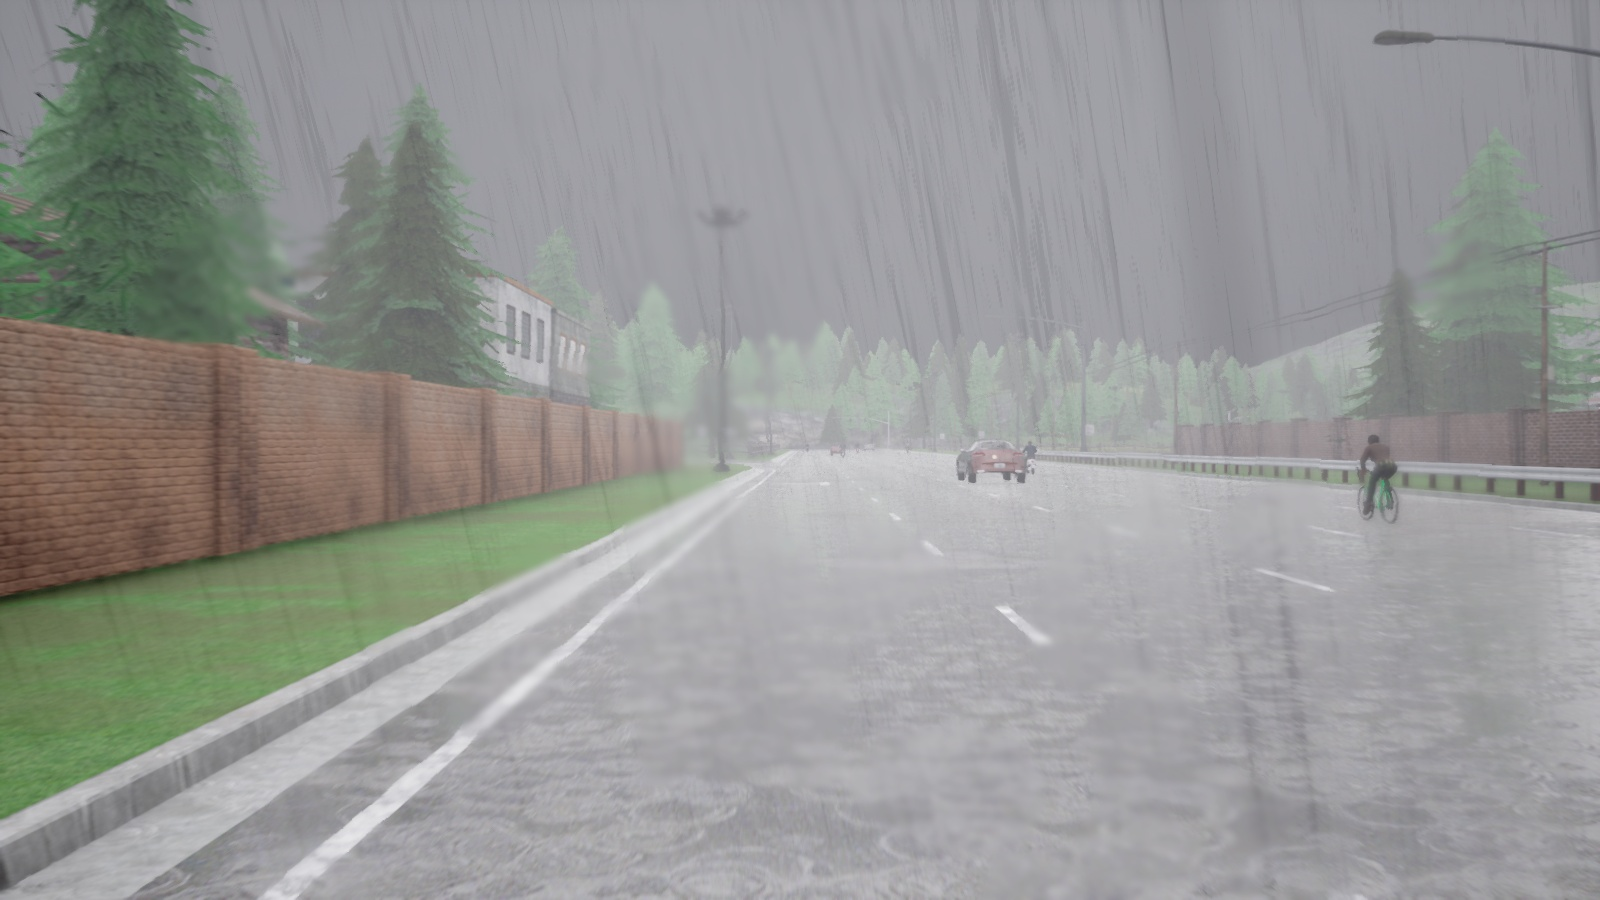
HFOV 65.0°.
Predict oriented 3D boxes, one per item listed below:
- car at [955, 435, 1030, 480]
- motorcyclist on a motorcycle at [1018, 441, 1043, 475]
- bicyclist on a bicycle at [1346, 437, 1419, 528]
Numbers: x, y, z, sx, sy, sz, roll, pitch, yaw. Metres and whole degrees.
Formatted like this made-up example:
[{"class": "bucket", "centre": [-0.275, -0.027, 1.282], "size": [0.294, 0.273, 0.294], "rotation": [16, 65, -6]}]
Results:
[{"class": "car", "centre": [7.289, 0.252, 48.075], "size": [2.152, 1.651, 5.027], "rotation": [0, 0, 0]}, {"class": "motorcyclist on a motorcycle", "centre": [10.852, 0.365, 59.151], "size": [0.866, 1.590, 1.817], "rotation": [0, 0, 0]}, {"class": "bicyclist on a bicycle", "centre": [10.646, 0.574, 23.012], "size": [0.582, 1.620, 1.656], "rotation": [0, 0, 0]}]
